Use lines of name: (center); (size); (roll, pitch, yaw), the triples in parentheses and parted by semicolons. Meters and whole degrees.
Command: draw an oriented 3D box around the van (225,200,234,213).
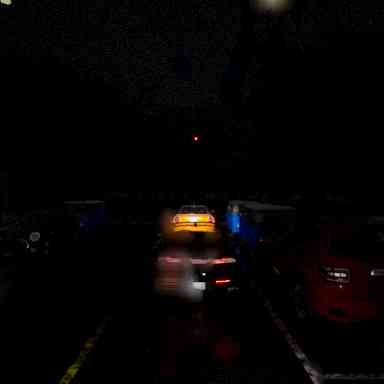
van: (2.743, 1.342, 17.823); (1.690, 1.788, 3.998); (0, 0, 0)

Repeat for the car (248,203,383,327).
car: (2.755, 1.315, 6.948); (2.192, 1.841, 5.009); (0, 0, 0)

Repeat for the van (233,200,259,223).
van: (2.749, 1.342, 12.385); (1.690, 1.788, 3.998); (0, 0, 0)

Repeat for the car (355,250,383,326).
car: (2.761, 1.440, 1.510); (1.967, 1.590, 4.097); (0, 0, 0)

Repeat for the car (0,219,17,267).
car: (-5.770, 1.525, 6.769); (1.752, 1.417, 4.829); (0, 0, 0)

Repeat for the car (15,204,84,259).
car: (-5.776, 1.441, 12.376); (1.967, 1.590, 4.097); (0, 0, 0)

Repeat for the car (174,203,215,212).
car: (0.120, 1.353, 17.520); (2.097, 1.767, 4.553); (0, 0, 1)

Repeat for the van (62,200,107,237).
van: (-5.783, 1.342, 17.814); (1.690, 1.788, 3.998); (0, 0, 0)

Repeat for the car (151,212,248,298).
car: (0.094, 1.492, 8.471); (2.128, 1.511, 4.902); (0, 0, 0)
